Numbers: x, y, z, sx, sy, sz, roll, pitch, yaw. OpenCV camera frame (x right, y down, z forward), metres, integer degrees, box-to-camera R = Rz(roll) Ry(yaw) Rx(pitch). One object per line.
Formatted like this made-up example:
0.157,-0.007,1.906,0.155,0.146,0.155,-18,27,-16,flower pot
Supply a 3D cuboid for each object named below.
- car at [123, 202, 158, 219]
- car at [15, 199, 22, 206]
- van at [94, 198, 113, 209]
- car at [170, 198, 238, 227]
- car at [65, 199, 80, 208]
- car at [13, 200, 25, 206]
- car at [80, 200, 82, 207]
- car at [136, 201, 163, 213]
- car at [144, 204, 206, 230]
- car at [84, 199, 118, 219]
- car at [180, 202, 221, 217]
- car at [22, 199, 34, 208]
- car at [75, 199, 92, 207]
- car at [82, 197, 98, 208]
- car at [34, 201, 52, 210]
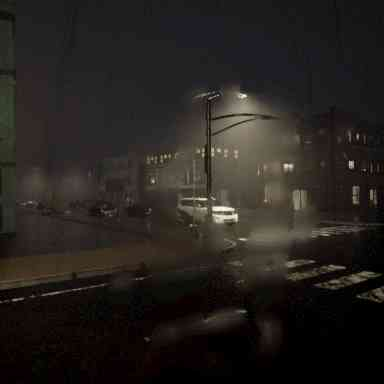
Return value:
-5.010,1.886,33.103,2.033,1.411,5.357,-1,0,-36,car
-38.228,2.380,75.086,1.967,1.590,4.097,-1,0,-36,car
-15.317,1.907,57.450,1.690,1.788,3.998,-1,0,-36,van
0.942,1.443,24.776,2.150,2.045,5.566,-1,0,-35,car
-21.472,2.230,61.626,1.994,1.385,4.181,-1,0,-36,car
-41.446,2.547,79.590,2.008,1.369,4.403,-1,0,-36,car
-18.538,1.940,61.952,2.192,1.841,5.009,-1,0,-36,car
-5.652,1.966,43.943,1.802,1.307,4.206,-2,0,-36,car
-1.277,1.815,23.207,1.947,1.339,4.313,-2,0,-36,car
-9.253,1.846,34.564,1.967,1.590,4.097,-1,0,-36,car
0.785,1.810,34.938,2.008,1.369,4.403,-2,0,-36,car
-31.787,2.376,66.083,2.008,1.369,4.403,-1,0,-36,car
-21.752,2.228,66.455,1.887,1.381,4.507,-1,0,-36,car
-15.411,2.032,53.147,1.882,1.535,5.008,-1,0,-35,car
-25.249,2.233,56.939,1.752,1.417,4.829,-1,0,-36,car
